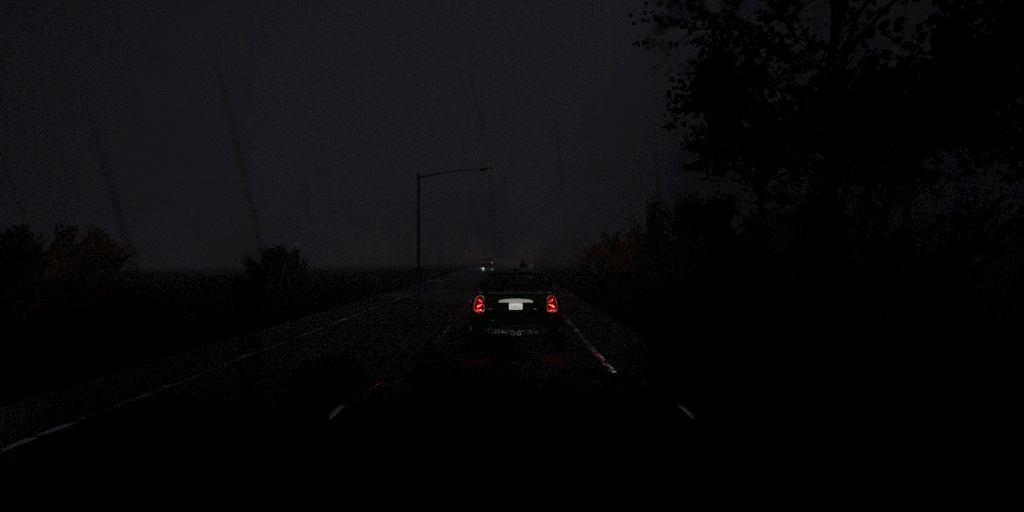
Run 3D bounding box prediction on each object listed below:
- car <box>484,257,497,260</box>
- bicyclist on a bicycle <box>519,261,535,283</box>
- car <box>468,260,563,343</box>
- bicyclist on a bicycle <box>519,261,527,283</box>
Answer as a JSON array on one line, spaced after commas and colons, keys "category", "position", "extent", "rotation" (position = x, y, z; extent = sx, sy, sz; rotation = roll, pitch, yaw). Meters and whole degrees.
[{"category": "car", "position": [-4.063, 1.087, 61.377], "extent": [2.097, 1.767, 4.553], "rotation": [0, 0, -1]}, {"category": "bicyclist on a bicycle", "position": [0.905, 1.181, 17.139], "extent": [0.866, 1.612, 1.509], "rotation": [0, 0, 0]}, {"category": "car", "position": [0.073, 1.099, 9.795], "extent": [2.097, 1.767, 4.553], "rotation": [0, 0, 0]}, {"category": "bicyclist on a bicycle", "position": [0.843, 1.193, 27.256], "extent": [0.582, 1.620, 1.656], "rotation": [0, 0, 0]}]
